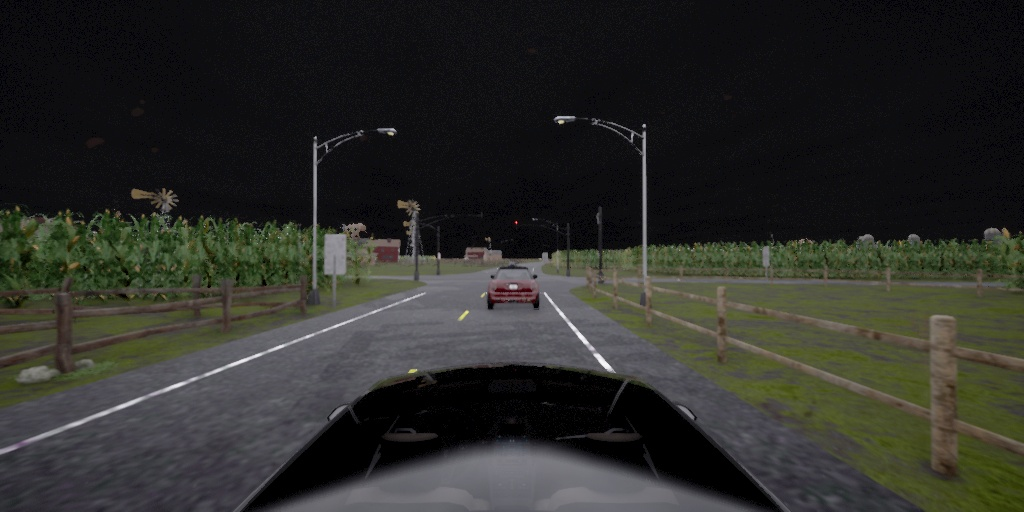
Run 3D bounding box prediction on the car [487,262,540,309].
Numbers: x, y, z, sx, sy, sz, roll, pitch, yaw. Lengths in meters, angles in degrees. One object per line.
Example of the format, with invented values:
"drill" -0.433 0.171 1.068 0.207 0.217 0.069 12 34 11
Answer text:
"car" 0.086 1.232 15.884 2.097 1.767 4.553 0 -1 1
